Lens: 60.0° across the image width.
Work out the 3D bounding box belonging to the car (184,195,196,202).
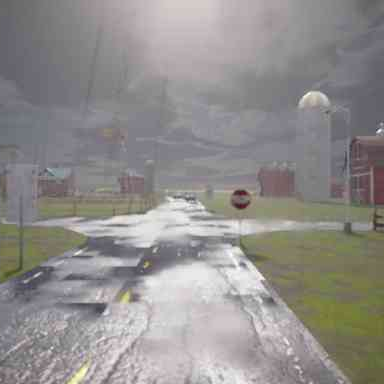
[{"bbox_3d":[-0.175,1.313,70.262,1.837,1.490,4.892,0,0,-2],"label":"car"}]

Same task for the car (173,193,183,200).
[{"bbox_3d":[-3.121,0.889,74.376,1.882,1.535,5.008,0,0,-2],"label":"car"}]

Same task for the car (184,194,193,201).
[{"bbox_3d":[-0.857,1.308,80.391,1.994,1.385,4.181,0,0,-6],"label":"car"}]
